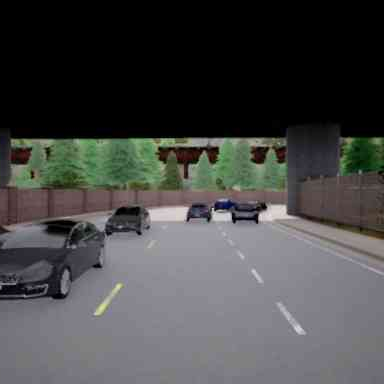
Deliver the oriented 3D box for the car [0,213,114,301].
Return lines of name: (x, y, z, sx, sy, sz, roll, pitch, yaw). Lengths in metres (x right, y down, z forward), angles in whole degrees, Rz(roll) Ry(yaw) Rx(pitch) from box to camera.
car: (-3.587, 1.513, 8.552, 1.837, 1.490, 4.892, 0, 0, 0)

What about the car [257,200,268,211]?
car: (7.538, 1.598, 38.899, 1.994, 1.385, 4.181, 0, 0, 24)

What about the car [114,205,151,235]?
car: (-3.502, 1.522, 18.950, 1.837, 1.490, 4.892, 0, 0, 1)

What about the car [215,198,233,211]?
car: (4.181, 1.511, 40.043, 1.882, 1.535, 5.008, 0, 0, 22)

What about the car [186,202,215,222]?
car: (0.634, 1.549, 26.628, 1.812, 1.442, 4.674, 0, 0, 6)

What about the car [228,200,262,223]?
car: (4.014, 1.585, 25.663, 1.994, 1.385, 4.181, 0, 0, 6)
